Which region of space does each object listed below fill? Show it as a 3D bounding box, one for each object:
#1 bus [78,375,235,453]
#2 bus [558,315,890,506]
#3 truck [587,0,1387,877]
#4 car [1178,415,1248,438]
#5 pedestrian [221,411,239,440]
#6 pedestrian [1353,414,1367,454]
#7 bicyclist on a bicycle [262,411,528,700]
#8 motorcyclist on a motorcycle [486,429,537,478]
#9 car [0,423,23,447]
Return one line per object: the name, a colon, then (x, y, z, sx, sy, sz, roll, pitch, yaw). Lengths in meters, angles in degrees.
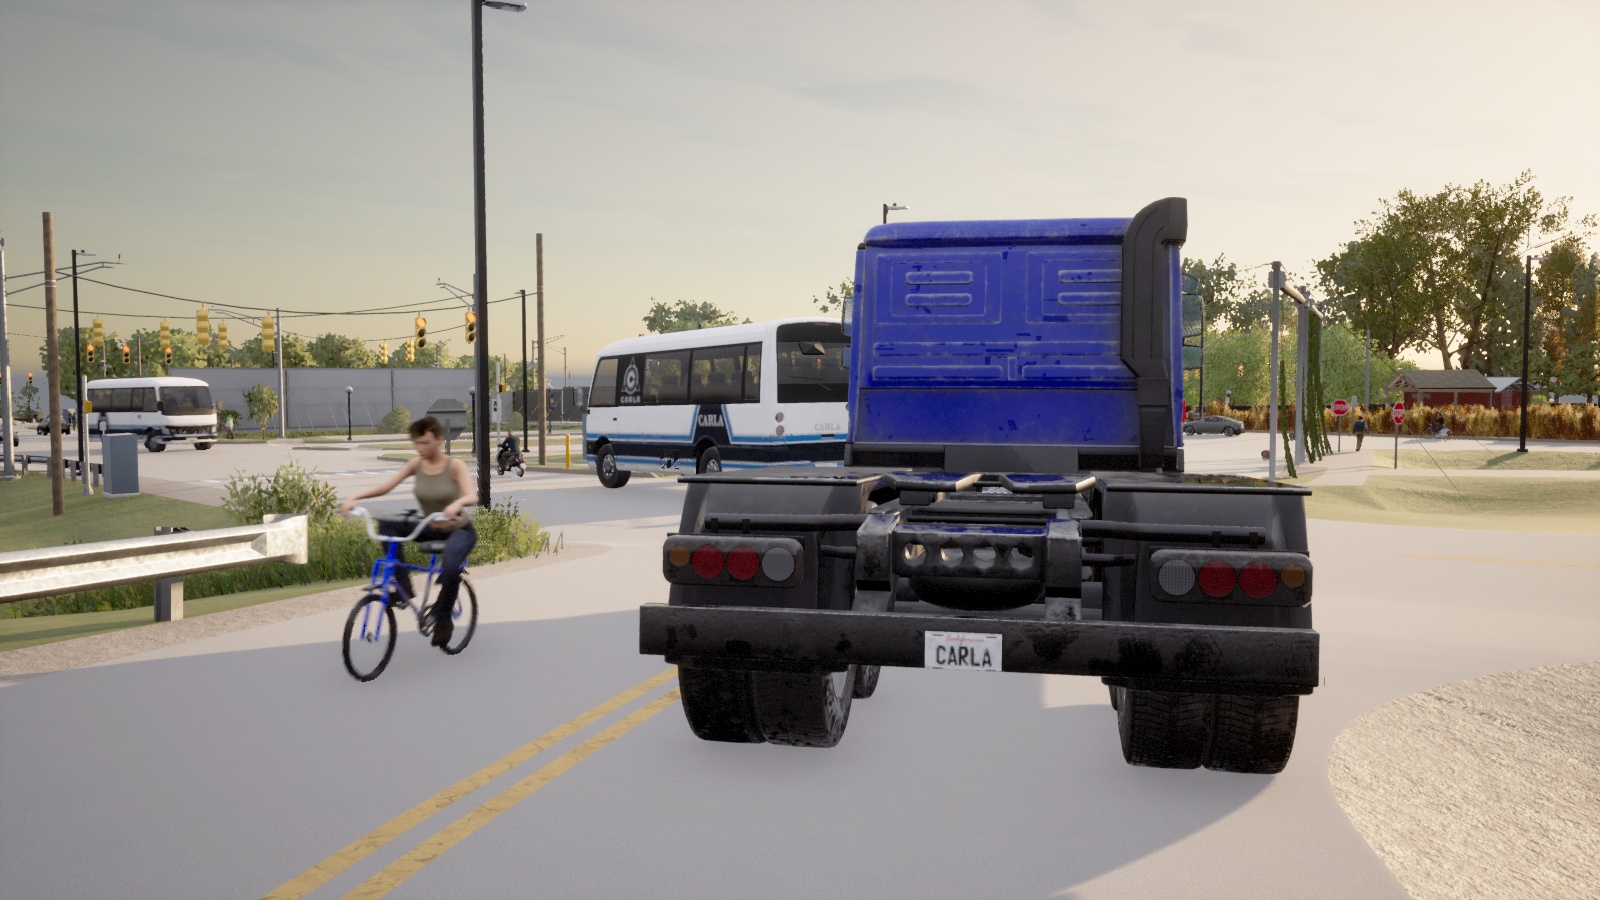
bus: (-37.402, -2.139, 72.786, 10.273, 4.253, 3.944, 1, 4, 38)
bus: (-2.404, -1.042, 33.243, 3.944, 4.253, 10.273, -2, 2, -35)
truck: (1.377, -0.288, 8.546, 2.891, 3.462, 7.936, 1, 1, 11)
car: (28.308, -1.623, 86.094, 4.181, 1.385, 1.994, 2, 4, 37)
pedestrian: (-39.034, -1.710, 85.950, 0.873, 1.952, 0.659, 1, 4, 17)
pedestrian: (27.299, -0.786, 61.204, 0.423, 1.949, 0.788, 3, 4, 36)
bicyclist on a bicycle: (-2.503, 0.585, 7.949, 0.866, 1.612, 1.509, 2, 1, 16)
motorcyclist on a motorcycle: (-9.696, 0.094, 42.163, 0.866, 1.590, 1.817, -3, 3, -41)
car: (-52.970, -1.008, 82.947, 2.033, 1.411, 5.357, -3, 3, -39)
